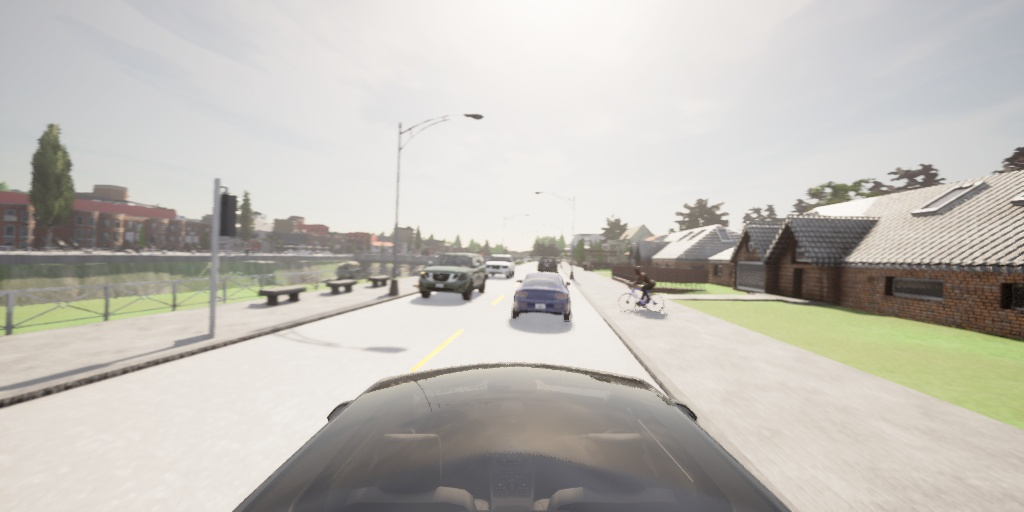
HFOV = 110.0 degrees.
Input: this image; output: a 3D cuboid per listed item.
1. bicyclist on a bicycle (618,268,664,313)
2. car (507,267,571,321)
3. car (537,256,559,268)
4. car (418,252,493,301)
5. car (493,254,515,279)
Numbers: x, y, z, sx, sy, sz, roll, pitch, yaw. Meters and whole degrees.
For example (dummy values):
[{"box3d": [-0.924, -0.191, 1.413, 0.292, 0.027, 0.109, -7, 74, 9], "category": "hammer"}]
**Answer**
[{"box3d": [4.749, 1.263, 13.159, 1.656, 1.620, 0.582, 2, 0, 6], "category": "bicyclist on a bicycle"}, {"box3d": [1.085, 1.302, 12.658, 1.812, 1.442, 4.674, 2, 0, 6], "category": "car"}, {"box3d": [3.829, 1.070, 38.453, 2.150, 2.045, 5.566, 2, 0, 7], "category": "car"}, {"box3d": [-2.615, 0.851, 17.213, 2.150, 2.045, 5.566, 2, 0, 6], "category": "car"}, {"box3d": [-1.024, 0.893, 31.953, 2.150, 2.045, 5.566, 2, 0, 6], "category": "car"}]
